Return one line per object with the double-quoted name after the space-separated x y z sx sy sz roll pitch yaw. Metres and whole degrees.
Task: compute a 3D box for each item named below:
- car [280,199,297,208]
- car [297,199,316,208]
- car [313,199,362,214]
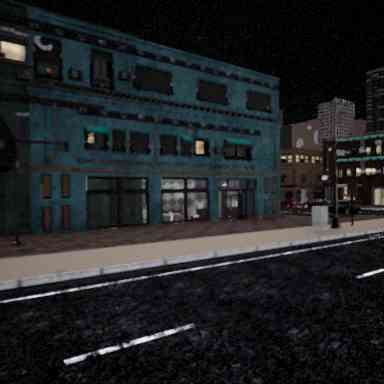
14.515 1.733 51.475 1.802 1.307 4.206 -2 0 -35 "car"
17.723 1.639 46.964 2.008 1.369 4.403 -2 0 -35 "car"
15.634 1.678 35.237 1.947 1.339 4.313 -2 0 -35 "car"
